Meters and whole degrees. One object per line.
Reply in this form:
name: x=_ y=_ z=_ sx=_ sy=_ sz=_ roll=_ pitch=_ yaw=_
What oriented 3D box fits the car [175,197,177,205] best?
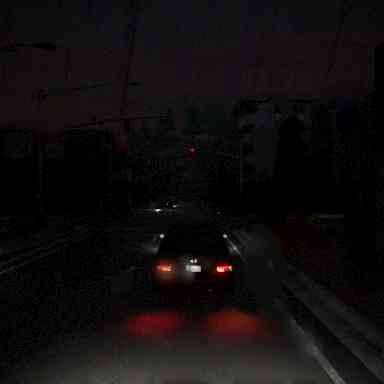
car: x=-3.688 y=1.472 z=58.434 sx=1.882 sy=1.535 sz=5.008 roll=0 pitch=0 yaw=0

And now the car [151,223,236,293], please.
car: x=0.040 y=1.547 z=9.000 sx=2.033 sy=1.411 sz=5.357 roll=0 pitch=0 yaw=0

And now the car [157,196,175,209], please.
car: x=-3.681 y=1.501 z=45.605 sx=1.837 sy=1.490 sz=4.892 roll=0 pitch=0 yaw=0

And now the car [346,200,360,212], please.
car: x=16.295 y=1.042 z=28.530 sx=5.566 sy=2.045 sz=2.150 roll=0 pitch=0 yaw=0
